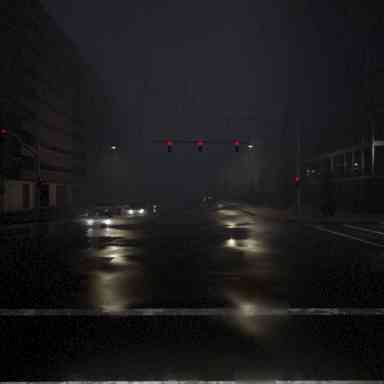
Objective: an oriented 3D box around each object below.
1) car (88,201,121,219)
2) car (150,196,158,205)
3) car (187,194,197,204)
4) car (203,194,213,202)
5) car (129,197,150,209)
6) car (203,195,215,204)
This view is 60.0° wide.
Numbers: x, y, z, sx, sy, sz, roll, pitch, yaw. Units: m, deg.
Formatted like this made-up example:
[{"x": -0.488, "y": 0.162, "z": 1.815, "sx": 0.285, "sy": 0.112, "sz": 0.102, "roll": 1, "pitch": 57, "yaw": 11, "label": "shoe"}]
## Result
[{"x": -7.680, "y": 1.526, "z": 29.797, "sx": 1.812, "sy": 1.442, "sz": 4.674, "roll": 0, "pitch": 0, "yaw": 4, "label": "car"}, {"x": -7.229, "y": 1.525, "z": 59.728, "sx": 1.812, "sy": 1.442, "sz": 4.674, "roll": 0, "pitch": 0, "yaw": 1, "label": "car"}, {"x": 0.001, "y": 1.564, "z": 64.646, "sx": 1.994, "sy": 1.385, "sz": 4.181, "roll": 0, "pitch": 0, "yaw": 1, "label": "car"}, {"x": 3.511, "y": 1.355, "z": 74.600, "sx": 2.097, "sy": 1.767, "sz": 4.553, "roll": 0, "pitch": 0, "yaw": 1, "label": "car"}, {"x": -7.403, "y": 1.601, "z": 46.039, "sx": 1.895, "sy": 1.301, "sz": 4.718, "roll": 0, "pitch": 0, "yaw": 1, "label": "car"}, {"x": 3.500, "y": 1.491, "z": 64.735, "sx": 2.128, "sy": 1.511, "sz": 4.902, "roll": 0, "pitch": 0, "yaw": 1, "label": "car"}]
